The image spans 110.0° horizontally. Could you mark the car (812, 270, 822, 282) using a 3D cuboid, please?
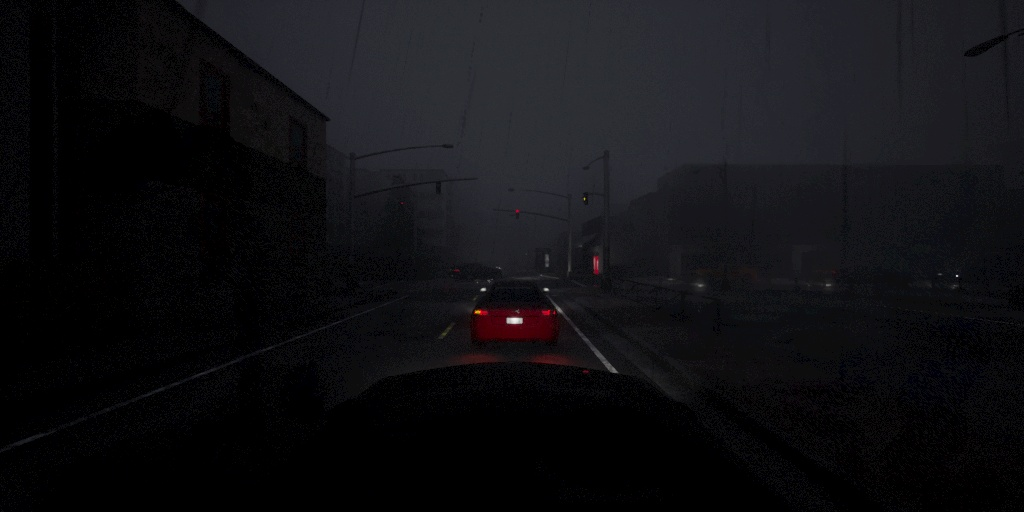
[{"bbox_3d":[27.558,1.404,29.524,5.008,1.535,1.882,0,0,0],"label":"car"}]

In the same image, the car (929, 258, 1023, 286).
[{"bbox_3d":[38.047,1.148,29.516,5.566,2.045,2.150,0,0,0],"label":"car"}]

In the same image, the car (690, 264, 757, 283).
[{"bbox_3d":[17.332,1.404,29.515,5.008,1.535,1.882,0,0,0],"label":"car"}]

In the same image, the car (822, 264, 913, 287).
[{"bbox_3d":[25.868,1.418,25.825,4.902,1.511,2.128,0,0,0],"label":"car"}]

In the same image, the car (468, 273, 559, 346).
[{"bbox_3d":[0.073,1.314,9.461,1.994,1.385,4.181,0,0,1],"label":"car"}]

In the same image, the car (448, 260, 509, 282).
[{"bbox_3d":[-2.957,1.358,29.939,4.902,1.511,2.128,0,0,-43],"label":"car"}]
